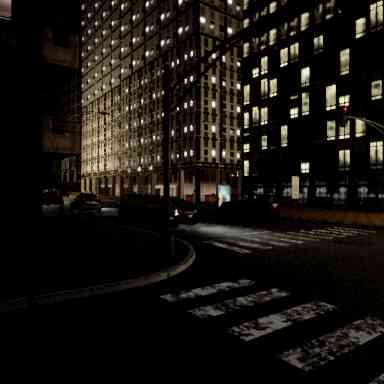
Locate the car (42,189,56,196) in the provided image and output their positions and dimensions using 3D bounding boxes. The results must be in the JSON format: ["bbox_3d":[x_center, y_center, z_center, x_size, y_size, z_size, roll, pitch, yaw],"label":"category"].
[{"bbox_3d":[-31.770,0.097,73.625,1.887,1.381,4.507,1,0,-36],"label":"car"}]

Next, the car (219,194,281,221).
[{"bbox_3d":[4.178,1.027,24.315,2.192,1.841,5.009,1,0,-36],"label":"car"}]

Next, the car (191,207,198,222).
[{"bbox_3d":[-1.537,1.157,22.296,2.128,1.511,4.902,0,1,-36],"label":"car"}]

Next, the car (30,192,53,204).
[{"bbox_3d":[-18.898,0.753,41.738,1.802,1.307,4.206,2,0,-36],"label":"car"}]

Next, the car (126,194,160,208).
[{"bbox_3d":[-5.631,0.966,37.764,1.947,1.339,4.313,1,0,-36],"label":"car"}]

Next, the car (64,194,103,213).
[{"bbox_3d":[-9.098,1.067,28.294,1.802,1.307,4.206,2,0,-36],"label":"car"}]

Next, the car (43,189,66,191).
[{"bbox_3d":[-20.083,0.594,47.886,1.812,1.442,4.674,0,1,-36],"label":"car"}]

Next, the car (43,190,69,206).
[{"bbox_3d":[-15.631,0.827,37.257,2.008,1.369,4.403,2,0,-36],"label":"car"}]

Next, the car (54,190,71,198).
[{"bbox_3d":[-25.236,0.310,64.660,1.887,1.381,4.507,1,0,-36],"label":"car"}]

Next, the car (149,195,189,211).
[{"bbox_3d":[-2.363,1.070,33.281,1.947,1.339,4.313,1,0,-36],"label":"car"}]

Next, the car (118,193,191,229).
[{"bbox_3d":[-2.557,1.008,19.330,2.192,1.841,5.009,2,0,-36],"label":"car"}]

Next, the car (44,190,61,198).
[{"bbox_3d":[-25.516,0.382,60.618,1.994,1.385,4.181,0,1,-36],"label":"car"}]

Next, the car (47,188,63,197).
[{"bbox_3d":[-28.500,0.099,69.141,1.967,1.590,4.097,1,0,-36],"label":"car"}]

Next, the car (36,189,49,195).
[{"bbox_3d":[-35.038,-0.010,78.107,1.887,1.381,4.507,1,0,-36],"label":"car"}]
